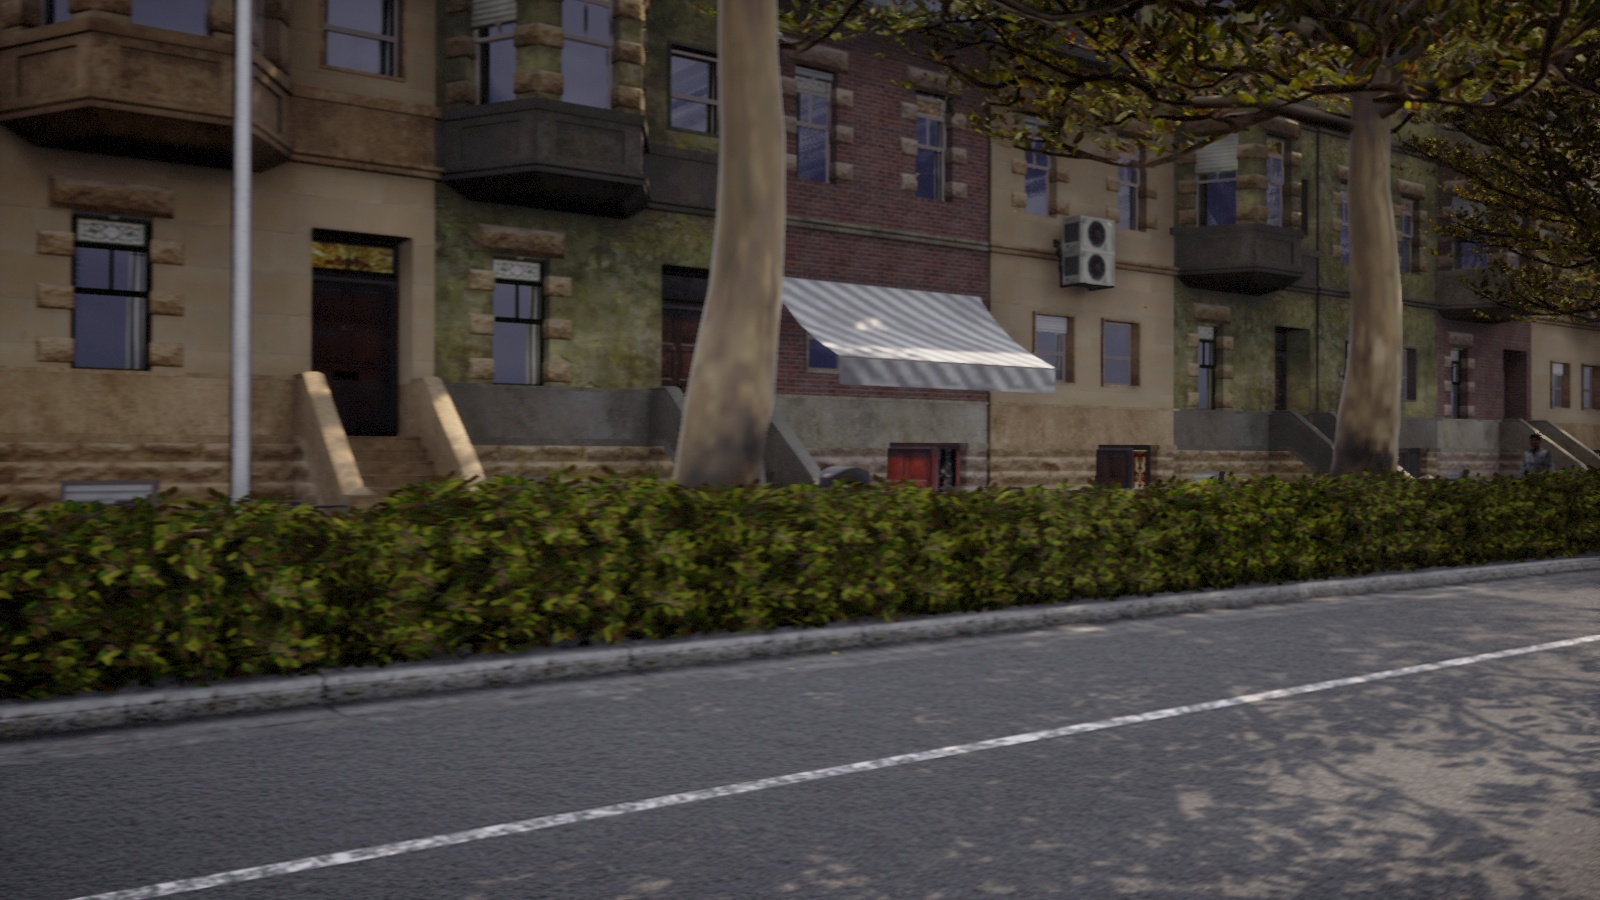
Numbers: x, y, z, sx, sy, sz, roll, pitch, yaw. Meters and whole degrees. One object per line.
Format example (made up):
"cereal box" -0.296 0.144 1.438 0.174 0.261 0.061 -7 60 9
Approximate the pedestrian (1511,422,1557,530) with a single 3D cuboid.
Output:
"pedestrian" 13.496 0.471 23.094 0.788 1.949 0.423 0 0 -34
